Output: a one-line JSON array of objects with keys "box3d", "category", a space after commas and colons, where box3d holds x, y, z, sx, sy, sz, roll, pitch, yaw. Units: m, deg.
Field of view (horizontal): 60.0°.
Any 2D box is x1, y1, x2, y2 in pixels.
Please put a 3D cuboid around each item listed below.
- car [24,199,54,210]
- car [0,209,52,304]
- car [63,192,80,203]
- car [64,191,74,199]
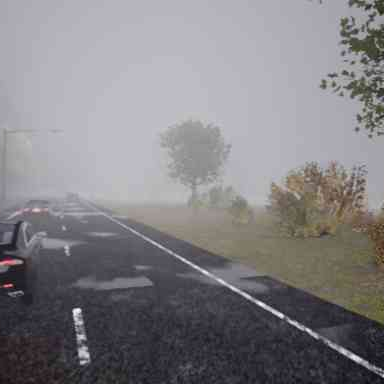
[{"box3d": [-11.264, 1.196, 24.417, 2.033, 1.411, 5.357, 2, 0, -22], "category": "car"}, {"box3d": [-4.414, 1.356, 7.455, 2.128, 1.511, 4.902, 2, 0, -22], "category": "car"}, {"box3d": [-18.717, 0.880, 52.221, 1.882, 1.535, 5.008, 2, 0, -22], "category": "car"}, {"box3d": [-25.555, 0.689, 68.889, 1.837, 1.490, 4.892, 2, 0, -22], "category": "car"}]
